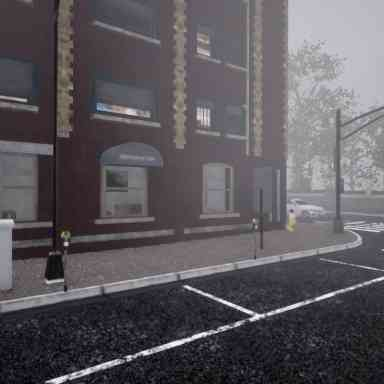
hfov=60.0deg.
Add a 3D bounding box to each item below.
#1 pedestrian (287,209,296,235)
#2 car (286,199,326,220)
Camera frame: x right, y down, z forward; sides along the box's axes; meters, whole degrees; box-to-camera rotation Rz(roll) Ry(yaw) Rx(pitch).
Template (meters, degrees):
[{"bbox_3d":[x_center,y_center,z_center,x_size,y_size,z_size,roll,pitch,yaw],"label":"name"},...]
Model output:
[{"bbox_3d":[4.753,1.356,15.760,0.375,1.300,0.375,0,0,-36],"label":"pedestrian"},{"bbox_3d":[8.008,1.256,25.815,1.812,1.442,4.674,0,1,-36],"label":"car"}]
